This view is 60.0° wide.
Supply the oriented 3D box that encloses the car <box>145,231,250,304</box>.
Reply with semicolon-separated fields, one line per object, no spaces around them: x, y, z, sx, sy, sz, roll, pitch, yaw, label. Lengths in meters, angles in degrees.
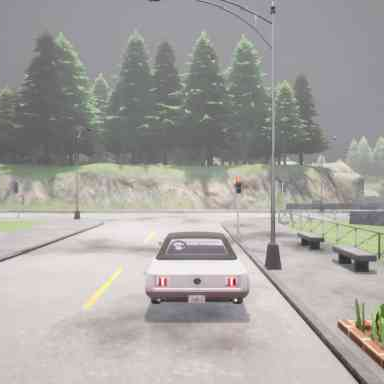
0.095;1.601;8.086;1.895;1.301;4.718;0;0;0;car
